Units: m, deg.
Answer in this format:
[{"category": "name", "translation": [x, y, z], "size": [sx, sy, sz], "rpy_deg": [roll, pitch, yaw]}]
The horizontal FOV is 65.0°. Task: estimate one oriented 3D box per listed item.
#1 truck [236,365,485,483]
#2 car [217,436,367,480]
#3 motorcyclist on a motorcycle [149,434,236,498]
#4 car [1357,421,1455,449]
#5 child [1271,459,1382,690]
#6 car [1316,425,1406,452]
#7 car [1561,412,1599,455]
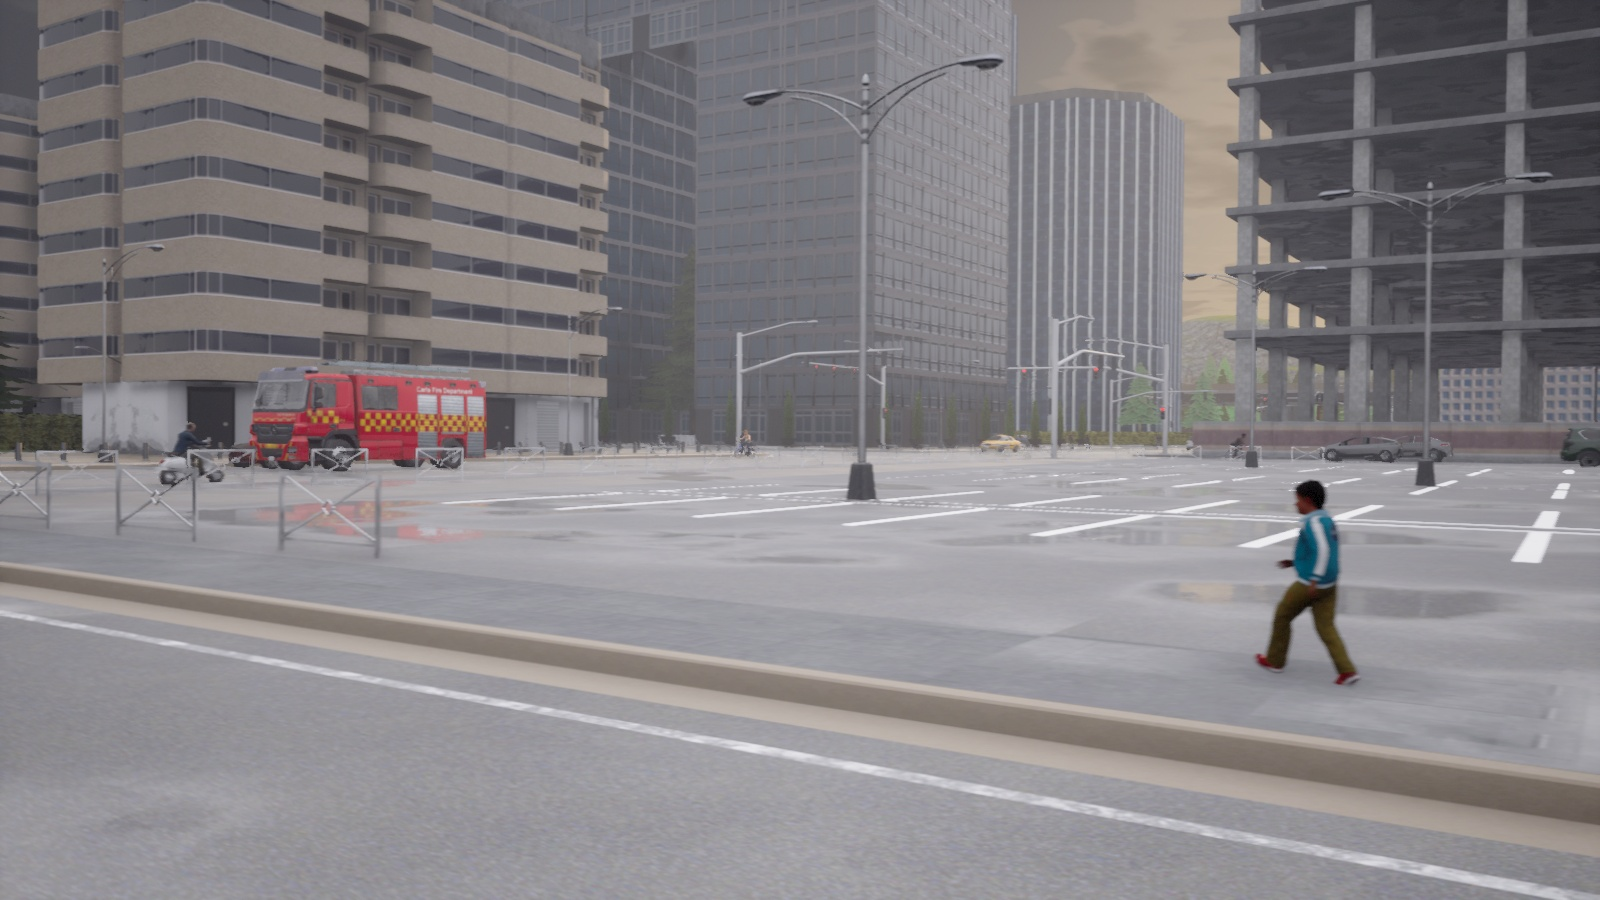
[{"category": "truck", "translation": [-15.545, -0.910, 45.246], "size": [2.891, 3.827, 8.468], "rpy_deg": [0, 1, 32]}, {"category": "car", "translation": [-18.786, 0.264, 46.662], "size": [2.163, 1.488, 4.792], "rpy_deg": [0, 1, 32]}, {"category": "motorcyclist on a motorcycle", "translation": [-15.500, 0.387, 32.083], "size": [0.866, 1.590, 1.817], "rpy_deg": [0, 1, 32]}, {"category": "car", "translation": [36.055, -0.892, 74.740], "size": [5.027, 1.651, 2.152], "rpy_deg": [0, 1, 32]}, {"category": "child", "translation": [2.862, 0.651, 6.829], "size": [0.343, 1.192, 0.448], "rpy_deg": [-1, 1, -41]}, {"category": "car", "translation": [32.526, -0.666, 72.811], "size": [4.514, 1.525, 2.007], "rpy_deg": [0, 1, 32]}, {"category": "car", "translation": [39.693, -0.786, 60.145], "size": [5.566, 2.045, 2.150], "rpy_deg": [0, 1, 32]}]
